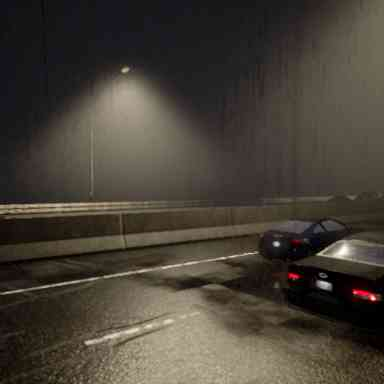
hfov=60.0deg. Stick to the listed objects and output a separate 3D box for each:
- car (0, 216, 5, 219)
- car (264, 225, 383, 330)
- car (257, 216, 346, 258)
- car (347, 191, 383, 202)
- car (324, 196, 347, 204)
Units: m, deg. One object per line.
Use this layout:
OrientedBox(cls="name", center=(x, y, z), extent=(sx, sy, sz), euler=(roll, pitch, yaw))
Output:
OrientedBox(cls="car", center=(-10.469, 1.481, 13.721), extent=(5.008, 1.535, 1.882), euler=(0, 0, -36))
OrientedBox(cls="car", center=(4.118, 1.498, 6.683), extent=(5.357, 1.411, 2.033), euler=(0, 0, -35))
OrientedBox(cls="car", center=(4.131, 1.497, 10.993), extent=(4.181, 1.385, 1.994), euler=(-1, 0, -36))
OrientedBox(cls="car", center=(22.144, 0.927, 41.266), extent=(5.566, 2.045, 2.150), euler=(0, 0, -35))
OrientedBox(cls="car", center=(19.224, 1.237, 43.483), extent=(4.674, 1.442, 1.812), euler=(-1, 0, -35))
